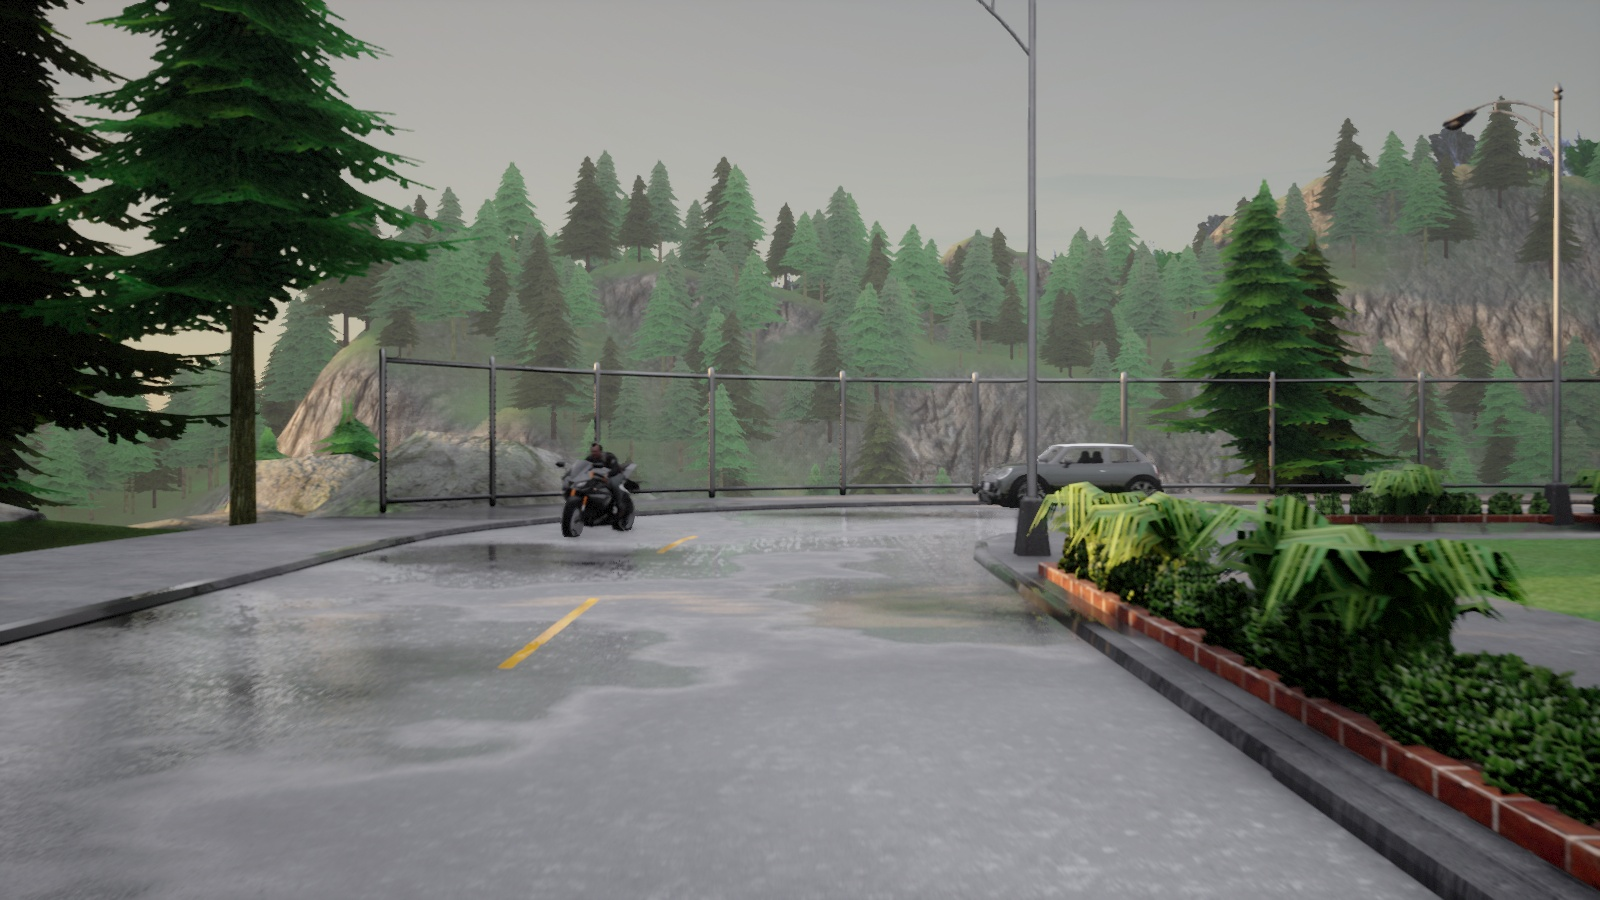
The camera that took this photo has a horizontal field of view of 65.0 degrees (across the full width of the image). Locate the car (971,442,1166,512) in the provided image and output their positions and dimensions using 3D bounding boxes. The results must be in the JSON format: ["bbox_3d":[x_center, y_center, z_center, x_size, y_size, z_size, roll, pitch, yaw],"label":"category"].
[{"bbox_3d":[5.877,0.561,27.764,3.806,1.475,1.970,0,0,-6],"label":"car"}]

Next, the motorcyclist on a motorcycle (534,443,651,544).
[{"bbox_3d":[-3.330,0.665,20.388,0.866,1.530,2.191,1,1,21],"label":"motorcyclist on a motorcycle"}]
